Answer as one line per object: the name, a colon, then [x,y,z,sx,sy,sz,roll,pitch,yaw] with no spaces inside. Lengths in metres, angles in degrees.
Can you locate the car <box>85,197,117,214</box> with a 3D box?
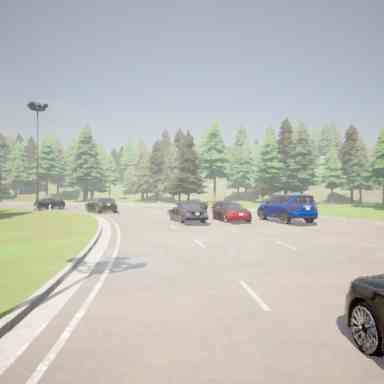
car: [-9.822,1.351,35.728,2.097,1.767,4.553,0,0,-37]

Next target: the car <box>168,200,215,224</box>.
car: [-0.388,1.547,25.024,2.033,1.411,5.357,0,0,-17]

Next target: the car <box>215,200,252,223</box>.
car: [2.942,1.564,25.710,1.994,1.385,4.181,0,0,-16]

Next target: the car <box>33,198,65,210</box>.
car: [-18.846,1.504,43.895,4.892,1.490,1.837,0,0,30]

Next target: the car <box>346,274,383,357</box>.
car: [3.340,1.491,3.162,2.128,1.511,4.902,0,0,-3]

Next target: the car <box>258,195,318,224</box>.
car: [6.947,1.217,24.658,2.150,2.045,5.566,0,-1,-16]
